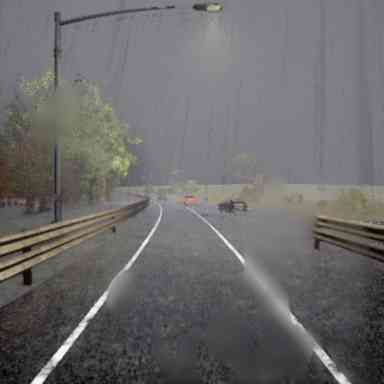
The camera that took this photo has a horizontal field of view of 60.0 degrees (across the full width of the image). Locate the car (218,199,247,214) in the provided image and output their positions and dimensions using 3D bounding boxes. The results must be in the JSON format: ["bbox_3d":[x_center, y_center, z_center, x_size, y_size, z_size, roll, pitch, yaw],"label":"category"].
[{"bbox_3d":[4.214,1.433,35.007,2.128,1.511,4.902,0,0,-14],"label":"car"}]

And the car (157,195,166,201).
[{"bbox_3d":[-7.747,1.476,84.616,1.882,1.535,5.008,0,0,-14],"label":"car"}]

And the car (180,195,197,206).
[{"bbox_3d":[-0.690,1.321,55.337,2.097,1.767,4.553,0,0,-14],"label":"car"}]
